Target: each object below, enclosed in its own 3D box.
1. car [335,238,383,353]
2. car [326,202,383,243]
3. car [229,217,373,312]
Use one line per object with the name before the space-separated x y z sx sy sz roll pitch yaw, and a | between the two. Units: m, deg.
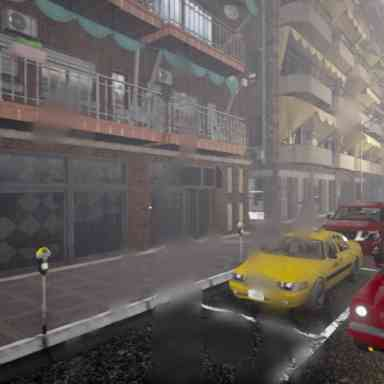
car | 4.076 1.599 5.423 1.895 1.301 4.718 0 0 40
car | 6.301 1.313 12.211 2.192 1.841 5.009 0 0 40
car | 2.677 1.524 7.817 1.752 1.417 4.829 0 0 40
